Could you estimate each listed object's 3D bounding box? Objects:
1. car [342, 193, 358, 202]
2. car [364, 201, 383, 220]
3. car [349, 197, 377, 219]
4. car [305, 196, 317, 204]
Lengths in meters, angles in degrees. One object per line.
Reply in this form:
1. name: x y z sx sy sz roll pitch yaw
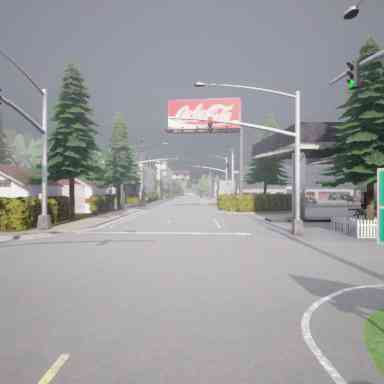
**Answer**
1. car: 34.927 1.489 71.789 2.007 1.523 4.514 0 0 0
2. car: 18.704 1.672 30.605 4.611 1.667 2.242 0 0 0
3. car: 14.376 1.505 24.936 3.866 1.878 1.905 0 0 0
4. car: 22.521 1.552 64.001 1.970 1.475 3.806 0 0 0
